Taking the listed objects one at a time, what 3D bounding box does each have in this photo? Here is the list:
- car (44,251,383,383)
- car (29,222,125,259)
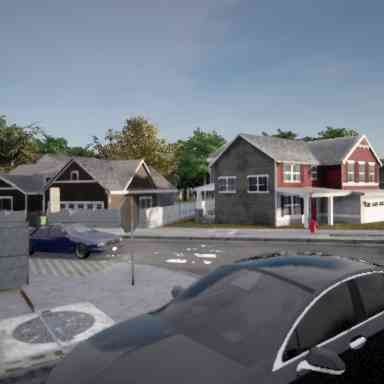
[{"bbox_3d":[0.979,1.522,3.635,4.892,1.490,1.837,0,0,-35],"label":"car"},{"bbox_3d":[-5.760,2.083,15.010,5.357,1.411,2.033,-2,0,21],"label":"car"}]
